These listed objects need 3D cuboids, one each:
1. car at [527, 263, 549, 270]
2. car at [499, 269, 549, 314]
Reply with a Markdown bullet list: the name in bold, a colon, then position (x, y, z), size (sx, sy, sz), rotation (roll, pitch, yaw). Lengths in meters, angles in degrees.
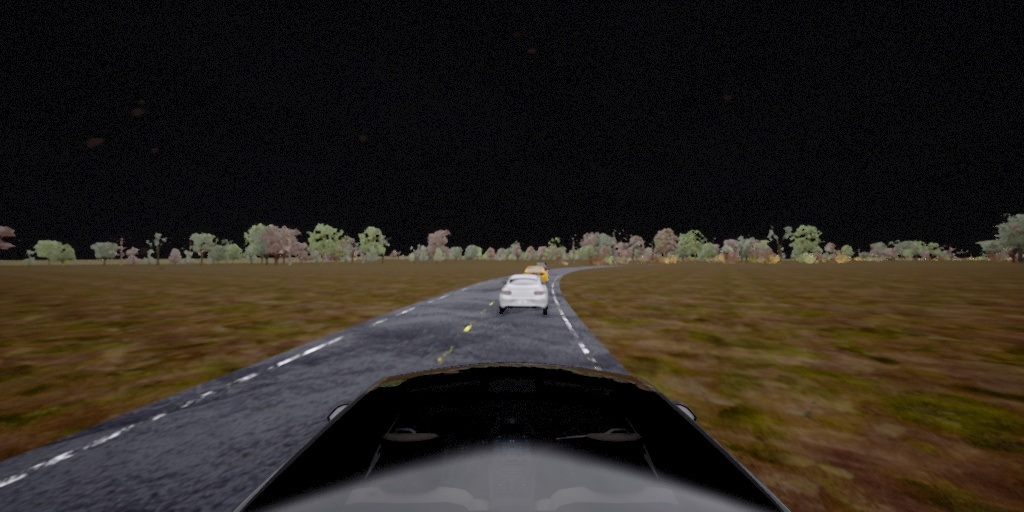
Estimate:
- **car**: position (2.016, 1.586, 30.035), size (1.882, 1.535, 5.008), rotation (0, 0, 8)
- **car**: position (0.538, 1.443, 14.661), size (1.812, 1.442, 4.674), rotation (0, 0, 4)
